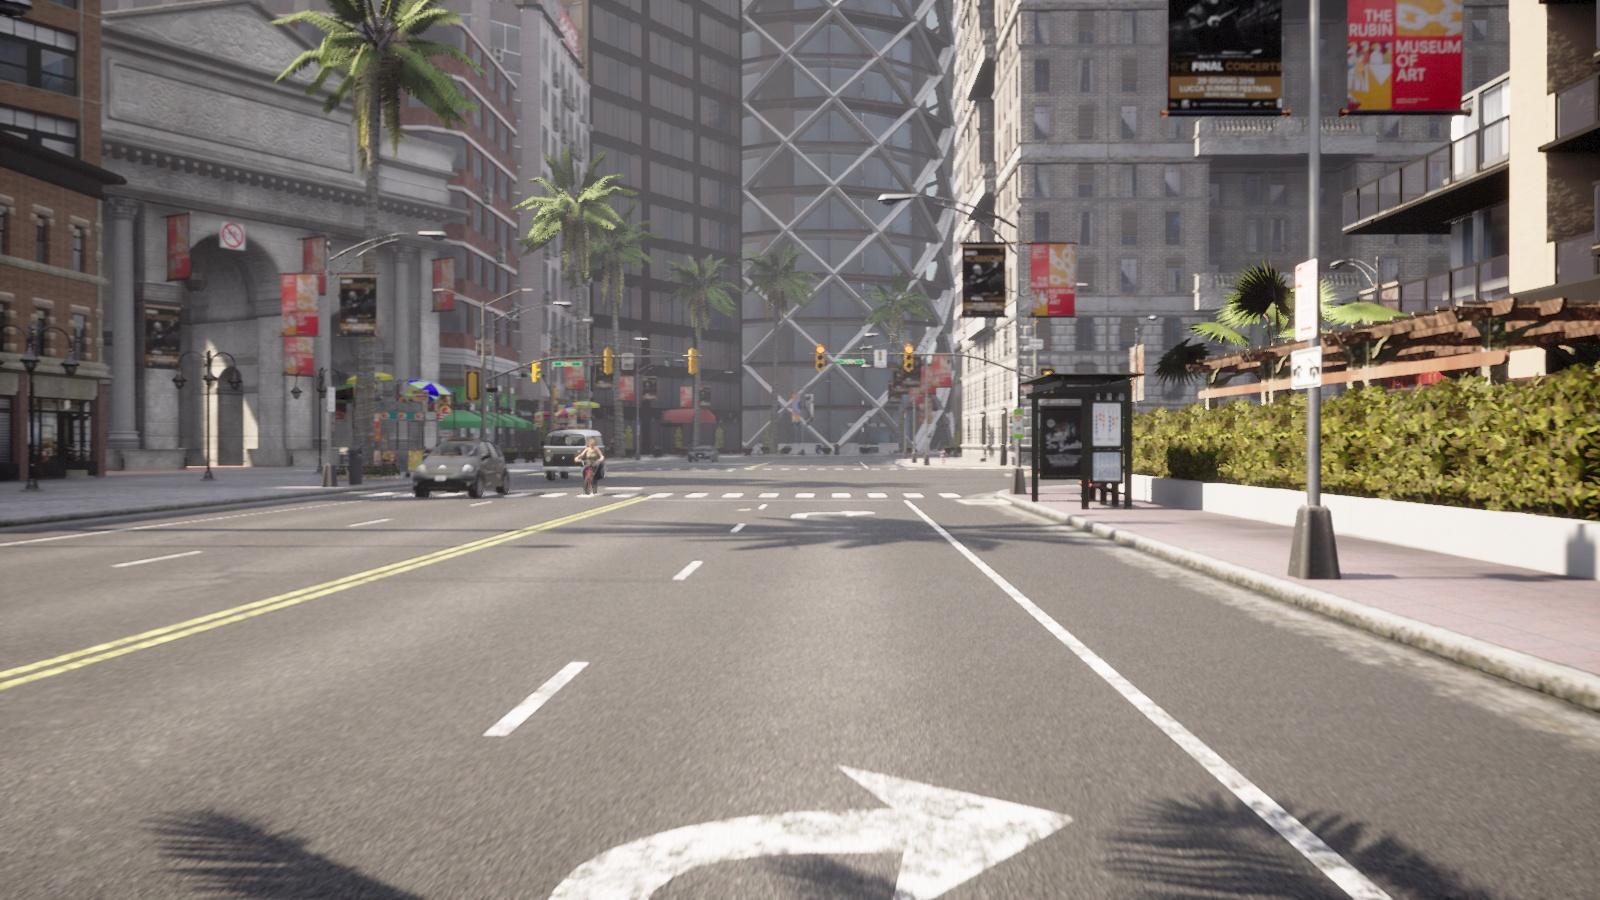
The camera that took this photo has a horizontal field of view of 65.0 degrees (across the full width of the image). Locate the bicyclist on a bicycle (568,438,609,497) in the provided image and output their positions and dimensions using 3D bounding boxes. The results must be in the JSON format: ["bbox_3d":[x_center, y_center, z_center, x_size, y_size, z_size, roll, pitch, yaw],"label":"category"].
[{"bbox_3d":[-5.961,0.476,35.428,0.866,1.612,1.509,0,0,2],"label":"bicyclist on a bicycle"}]

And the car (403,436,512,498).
[{"bbox_3d":[-9.479,0.435,35.039,1.851,1.617,3.988,0,0,2],"label":"car"}]

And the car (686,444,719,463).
[{"bbox_3d":[-7.584,0.249,97.800,1.994,1.385,4.181,0,0,4],"label":"car"}]

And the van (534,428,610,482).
[{"bbox_3d":[-9.035,0.176,50.144,2.069,2.038,4.480,0,0,2],"label":"van"}]
